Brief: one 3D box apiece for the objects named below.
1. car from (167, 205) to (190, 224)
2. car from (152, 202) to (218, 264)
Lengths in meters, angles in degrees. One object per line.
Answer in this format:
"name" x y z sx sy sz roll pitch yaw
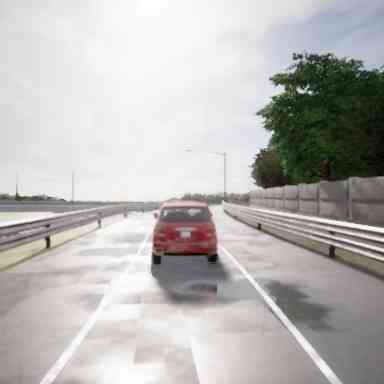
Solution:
"car" -1.086 1.885 28.958 1.812 1.442 4.674 0 0 0
"car" -0.321 1.387 12.706 2.150 2.045 5.566 0 0 -3
